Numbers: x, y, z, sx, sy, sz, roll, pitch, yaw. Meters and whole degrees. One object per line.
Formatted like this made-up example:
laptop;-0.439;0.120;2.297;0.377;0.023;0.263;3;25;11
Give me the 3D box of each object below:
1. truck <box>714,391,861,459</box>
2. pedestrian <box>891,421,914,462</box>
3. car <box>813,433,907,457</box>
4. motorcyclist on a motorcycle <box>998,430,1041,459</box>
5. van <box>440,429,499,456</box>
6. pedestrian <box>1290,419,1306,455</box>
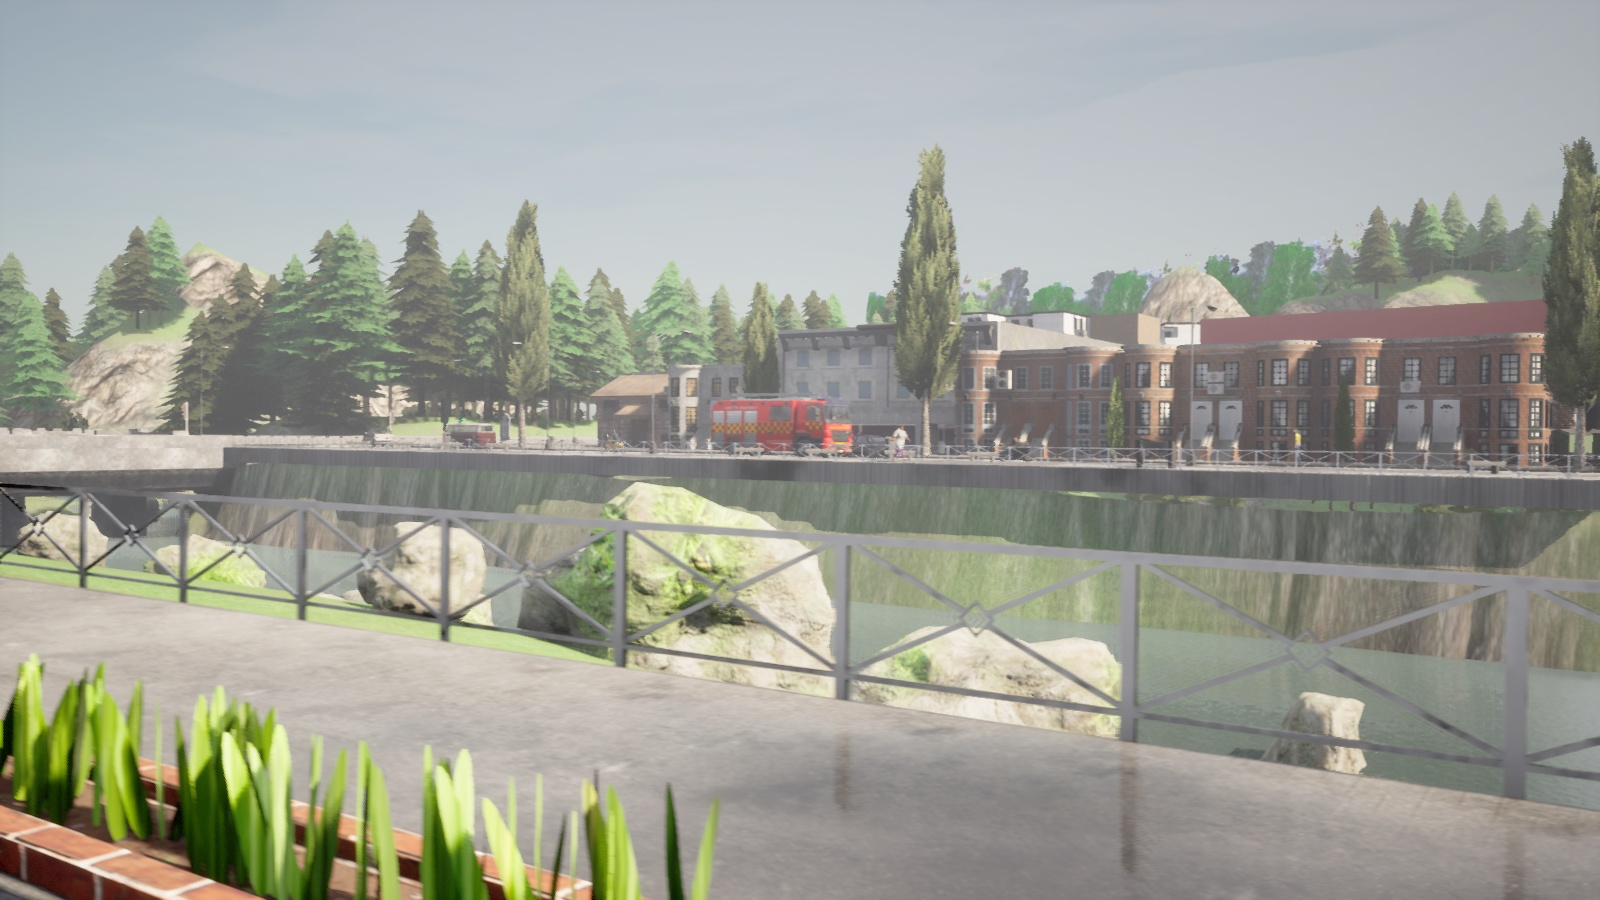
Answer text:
truck;-0.802;-1.435;73.952;8.468;3.827;2.891;0;1;34
pedestrian;4.930;-0.429;60.475;0.873;1.952;0.659;0;1;44
car;3.614;-0.289;75.843;5.357;1.411;2.033;0;1;34
motorcyclist on a motorcycle;11.496;-0.289;65.809;2.044;1.523;0.797;0;1;34
van;-24.988;-0.584;94.827;4.442;1.987;1.775;0;1;34
pedestrian;25.618;-0.673;64.606;0.354;1.836;0.706;-1;1;-41
